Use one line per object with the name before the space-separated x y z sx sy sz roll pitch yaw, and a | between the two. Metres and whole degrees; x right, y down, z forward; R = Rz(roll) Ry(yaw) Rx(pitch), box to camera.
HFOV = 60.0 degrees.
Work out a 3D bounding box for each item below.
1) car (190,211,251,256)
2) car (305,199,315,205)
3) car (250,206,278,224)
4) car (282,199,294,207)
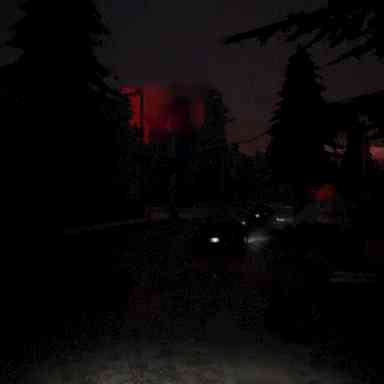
car | 1.251 1.696 13.821 1.994 1.385 4.181 0 0 12
car | 26.207 2.147 73.866 2.033 1.411 5.357 0 -1 24
car | 5.867 1.833 27.636 1.994 1.385 4.181 0 -1 24
car | 19.913 2.248 68.487 2.033 1.411 5.357 0 -1 24
